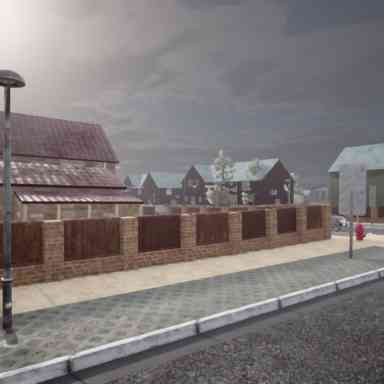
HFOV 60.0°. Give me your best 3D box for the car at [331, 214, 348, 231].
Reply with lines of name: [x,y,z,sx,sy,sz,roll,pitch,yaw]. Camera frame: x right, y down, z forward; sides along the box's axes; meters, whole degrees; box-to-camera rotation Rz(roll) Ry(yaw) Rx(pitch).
car: [7.954,1.812,22.566,2.128,1.511,4.902,2,-2,-37]

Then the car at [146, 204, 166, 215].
car: [-4.111,2.243,39.201,2.097,1.767,4.553,1,-2,-36]
